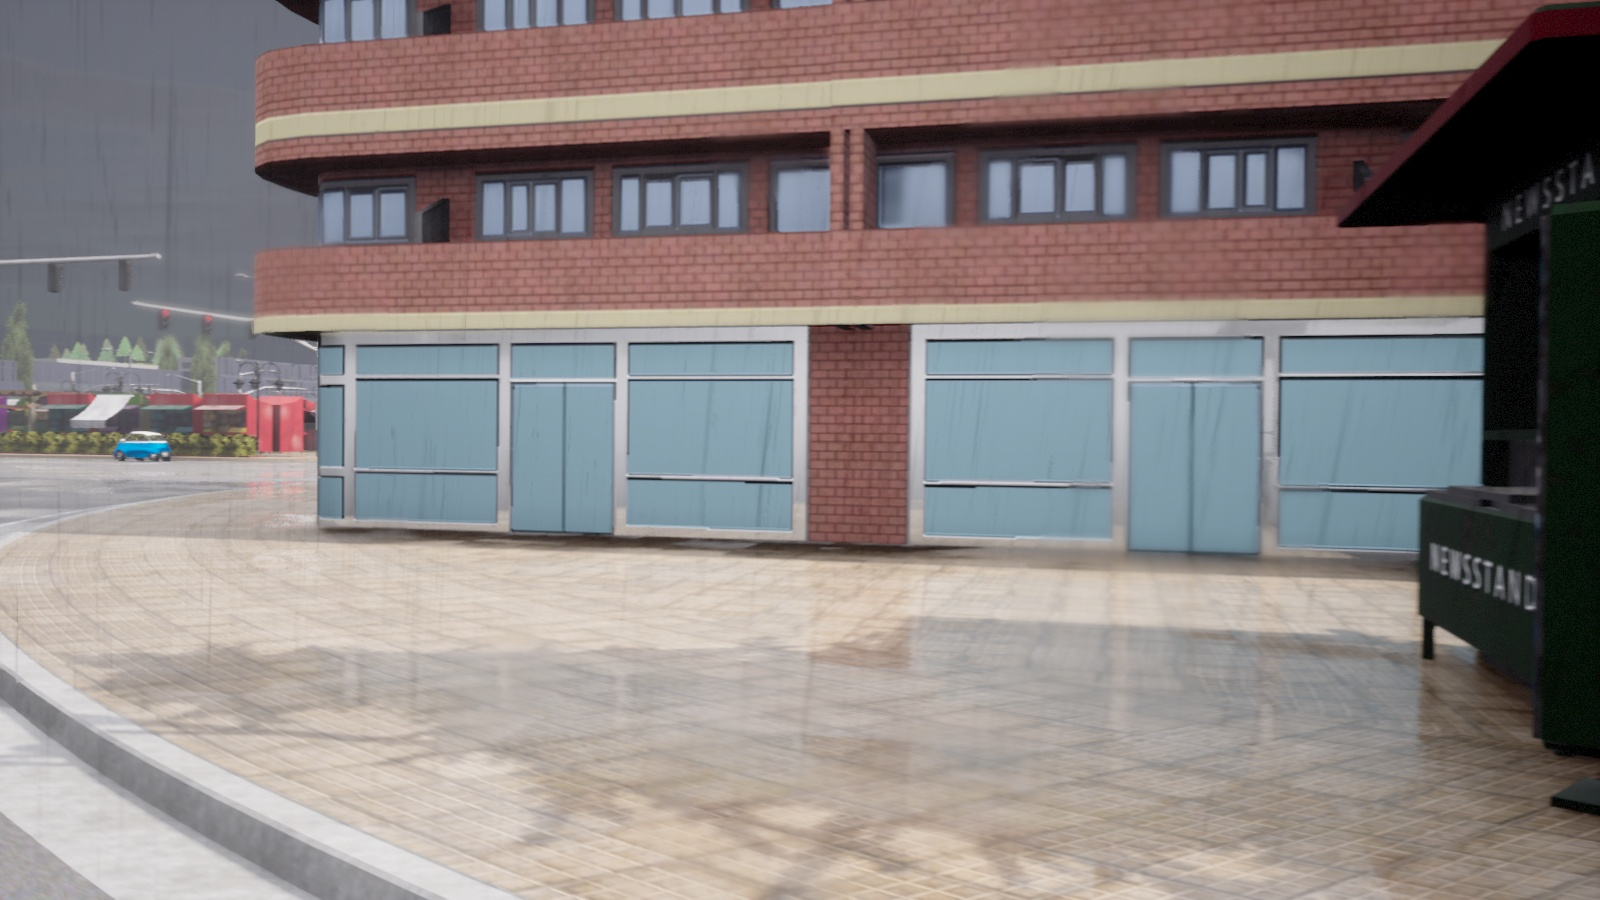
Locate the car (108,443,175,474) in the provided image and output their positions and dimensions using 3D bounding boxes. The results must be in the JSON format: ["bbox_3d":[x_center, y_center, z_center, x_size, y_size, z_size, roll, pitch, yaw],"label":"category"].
[{"bbox_3d":[-29.722,0.374,56.687,2.207,1.376,1.481,0,1,10],"label":"car"}]
